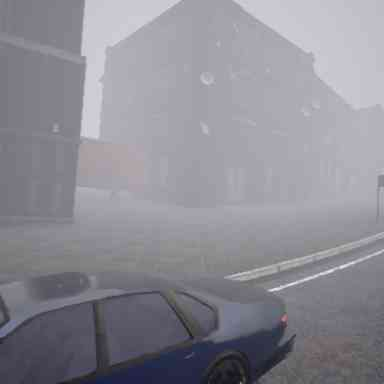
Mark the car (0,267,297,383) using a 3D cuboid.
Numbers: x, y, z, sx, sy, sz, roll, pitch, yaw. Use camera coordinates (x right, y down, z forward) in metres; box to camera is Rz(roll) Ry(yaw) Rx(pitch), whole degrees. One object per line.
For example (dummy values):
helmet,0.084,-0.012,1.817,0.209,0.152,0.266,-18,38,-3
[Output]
car,-1.262,1.564,3.185,5.357,1.411,2.033,0,0,-36
